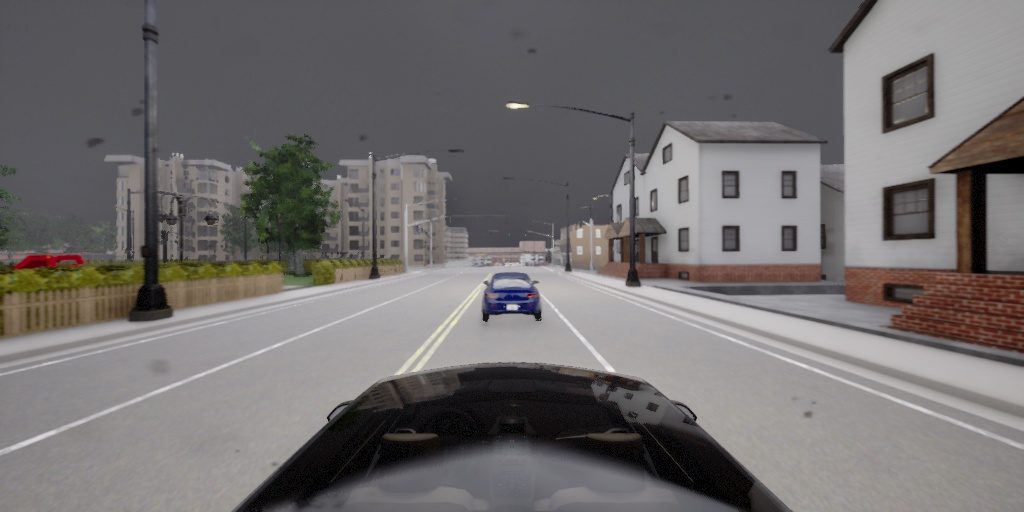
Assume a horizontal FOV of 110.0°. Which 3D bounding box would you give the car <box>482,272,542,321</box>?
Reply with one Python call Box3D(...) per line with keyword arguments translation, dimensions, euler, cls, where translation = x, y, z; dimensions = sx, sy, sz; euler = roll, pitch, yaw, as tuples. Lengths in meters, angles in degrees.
Box3D(translation=(-0.028, 1.278, 12.396), dimensions=(1.812, 1.442, 4.674), euler=(0, 0, -1), cls="car")
